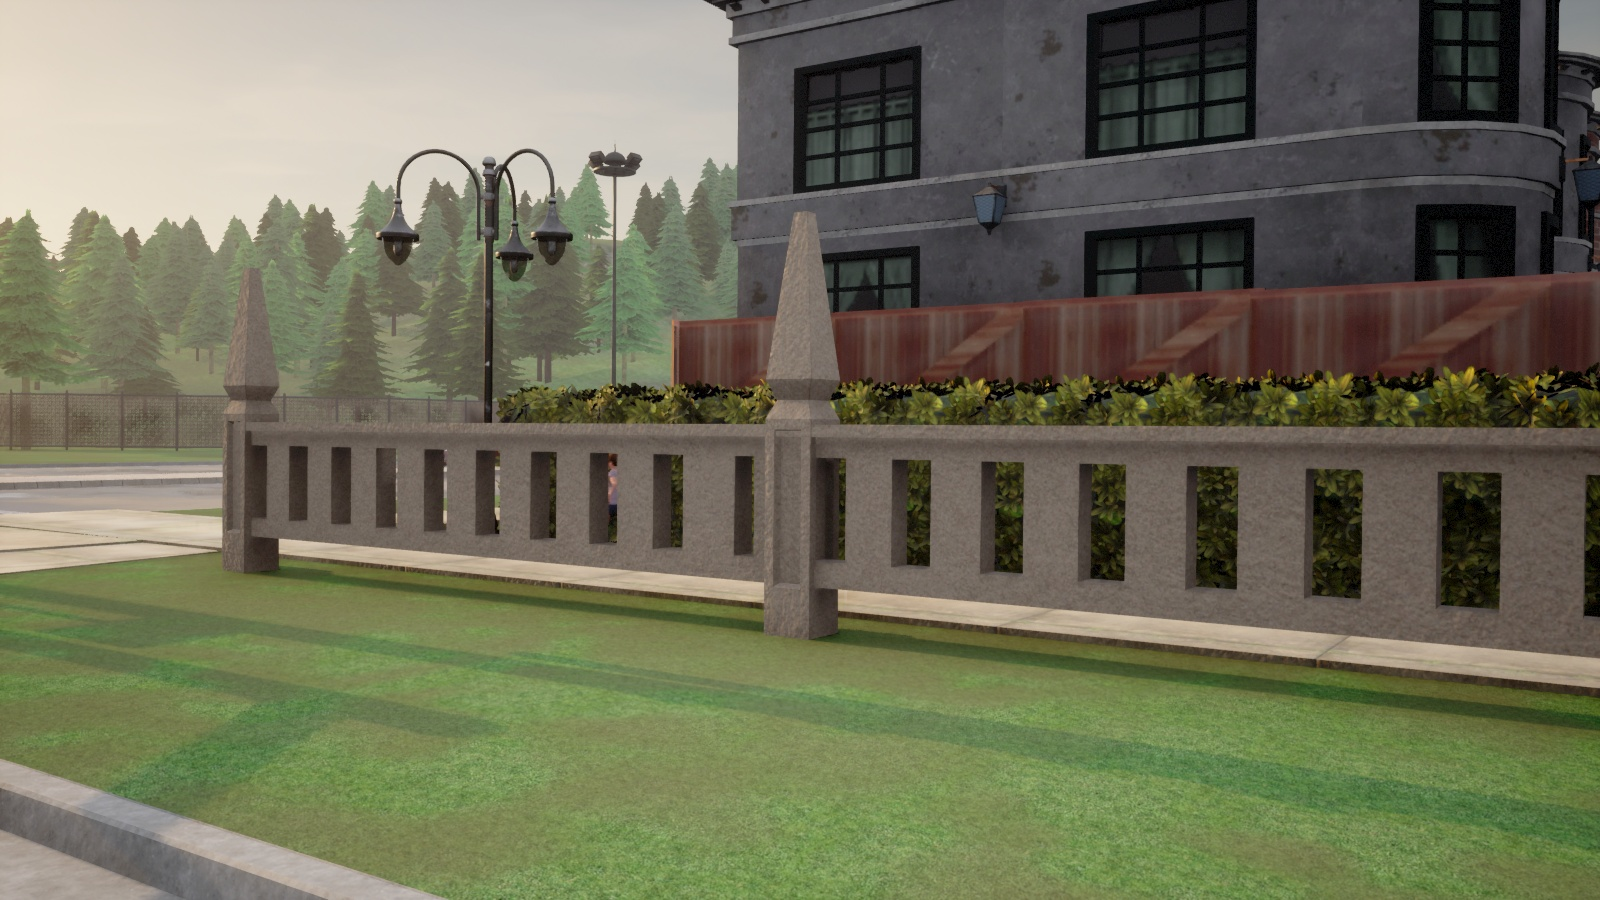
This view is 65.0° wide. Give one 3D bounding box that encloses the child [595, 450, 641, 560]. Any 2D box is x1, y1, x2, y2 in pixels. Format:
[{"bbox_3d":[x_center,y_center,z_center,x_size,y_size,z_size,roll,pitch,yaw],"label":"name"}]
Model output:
[{"bbox_3d":[-1.875,0.561,12.943,0.394,1.110,0.255,0,1,37],"label":"child"}]
